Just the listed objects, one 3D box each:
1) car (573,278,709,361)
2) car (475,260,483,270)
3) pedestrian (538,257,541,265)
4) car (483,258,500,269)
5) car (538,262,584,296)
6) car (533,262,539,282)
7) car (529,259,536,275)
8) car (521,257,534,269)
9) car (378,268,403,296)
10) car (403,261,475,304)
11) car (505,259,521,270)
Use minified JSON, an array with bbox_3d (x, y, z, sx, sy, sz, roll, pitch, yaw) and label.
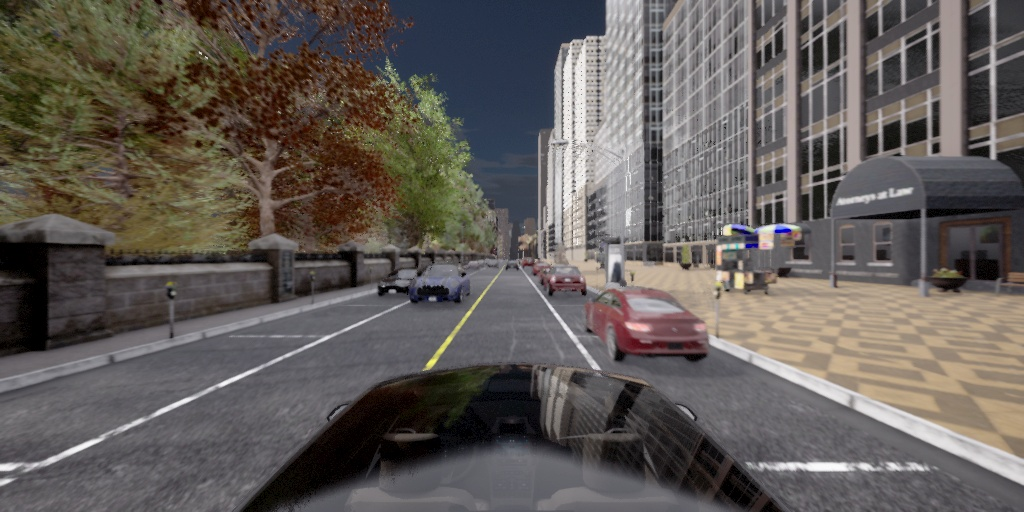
[{"bbox_3d":[2.690,1.330,7.975,1.802,1.307,4.207,0,0,0],"label":"car"},{"bbox_3d":[-5.685,1.358,53.034,1.802,1.307,4.207,0,0,0],"label":"car"},{"bbox_3d":[3.005,1.055,39.685,0.375,1.860,0.375,0,0,-3],"label":"pedestrian"},{"bbox_3d":[-3.047,1.285,57.395,1.837,1.490,4.892,0,0,1],"label":"car"},{"bbox_3d":[2.691,1.186,19.240,1.967,1.591,4.097,0,0,0],"label":"car"},{"bbox_3d":[2.691,1.329,24.871,1.802,1.307,4.207,0,0,0],"label":"car"},{"bbox_3d":[3.004,1.284,36.848,1.812,1.442,4.674,0,0,0],"label":"car"},{"bbox_3d":[2.697,1.097,58.665,2.192,1.841,5.009,0,0,0],"label":"car"},{"bbox_3d":[-5.689,1.312,19.241,1.948,1.339,4.313,0,0,0],"label":"car"},{"bbox_3d":[-3.097,1.098,16.256,2.097,1.767,4.553,0,0,0],"label":"car"},{"bbox_3d":[0.014,1.300,51.735,1.812,1.442,4.674,0,0,0],"label":"car"}]
